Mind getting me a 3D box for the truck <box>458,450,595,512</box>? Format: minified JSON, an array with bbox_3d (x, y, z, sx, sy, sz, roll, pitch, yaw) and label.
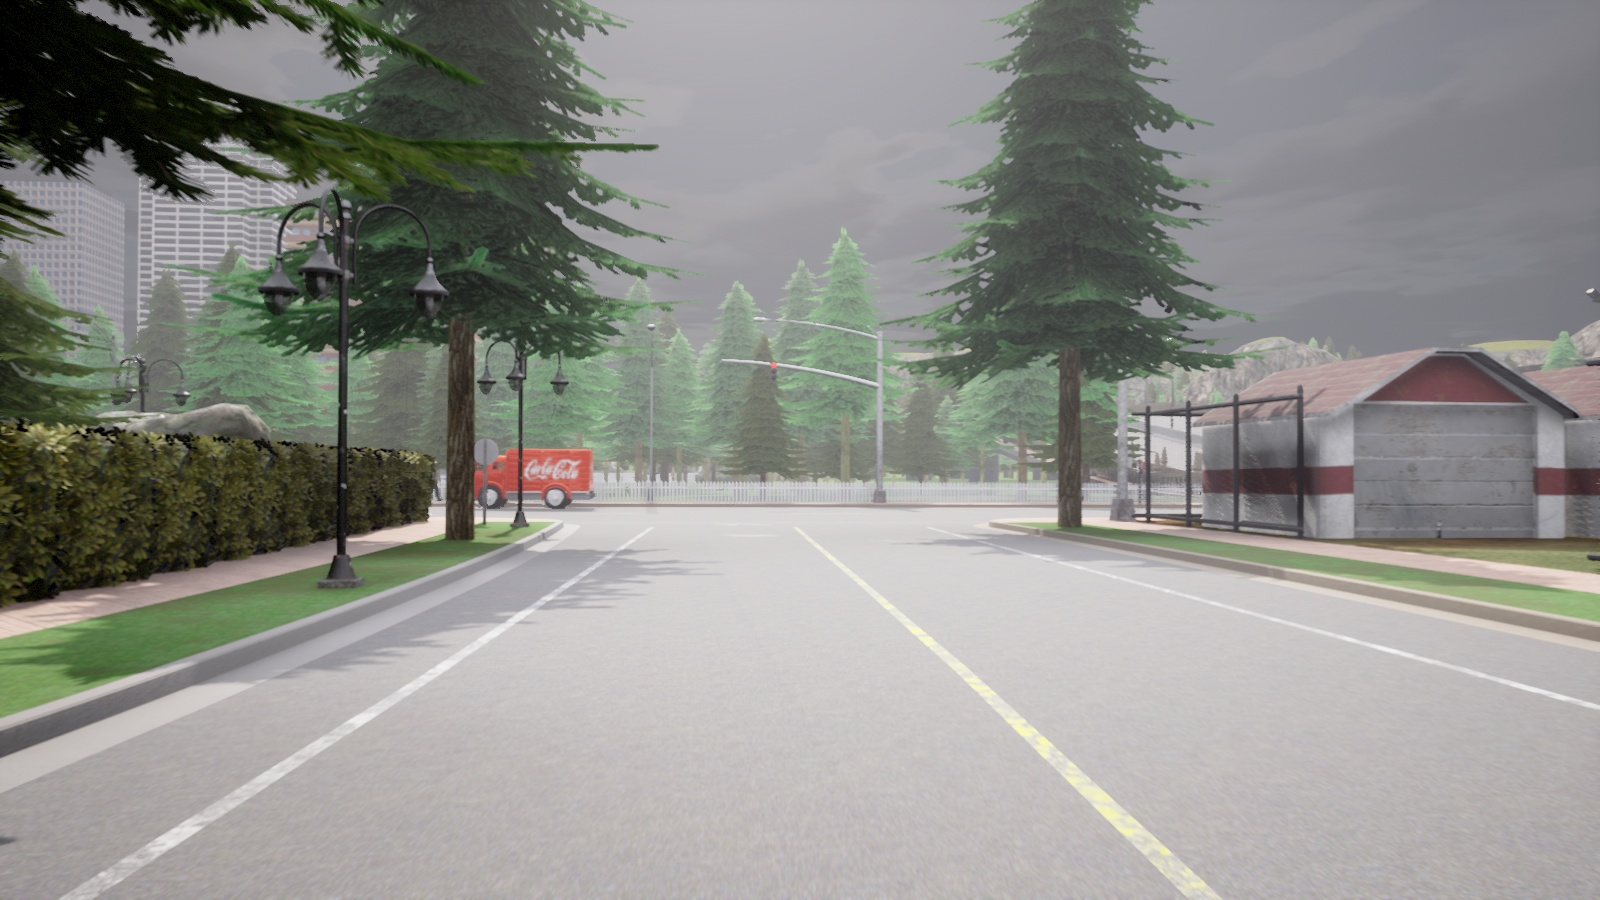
[{"bbox_3d":[-11.187,1.280,51.754,5.204,2.467,2.627,0,-1,-5],"label":"truck"}]
